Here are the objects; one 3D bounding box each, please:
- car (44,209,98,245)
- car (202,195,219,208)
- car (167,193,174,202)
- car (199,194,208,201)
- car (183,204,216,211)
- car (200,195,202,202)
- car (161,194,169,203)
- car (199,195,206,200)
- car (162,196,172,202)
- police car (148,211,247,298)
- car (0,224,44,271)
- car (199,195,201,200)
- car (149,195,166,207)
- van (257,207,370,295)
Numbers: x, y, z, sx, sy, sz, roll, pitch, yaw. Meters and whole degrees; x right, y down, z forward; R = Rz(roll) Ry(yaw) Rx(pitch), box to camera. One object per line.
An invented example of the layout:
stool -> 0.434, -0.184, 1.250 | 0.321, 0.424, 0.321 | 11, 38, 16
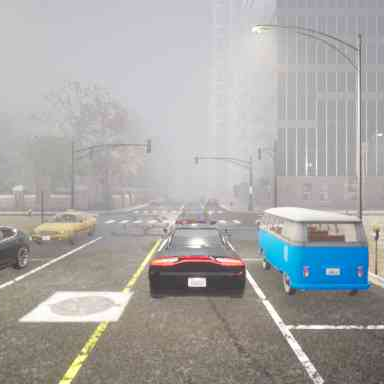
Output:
car -> -5.801, 1.518, 15.651 | 1.752, 1.417, 4.829 | 0, 0, 0
car -> 2.746, 1.416, 46.534 | 1.967, 1.590, 4.097 | 0, 0, 0
car -> -5.608, 1.276, 69.271 | 2.192, 1.841, 5.009 | 0, 0, 0
car -> 2.786, 1.388, 80.620 | 1.967, 1.590, 4.097 | 0, 0, 0
car -> 0.119, 1.555, 17.556 | 1.994, 1.385, 4.181 | 0, 0, 0
car -> 2.752, 1.538, 52.214 | 1.947, 1.339, 4.313 | 0, 0, 0
car -> -5.623, 1.520, 57.904 | 2.008, 1.369, 4.403 | 0, 0, 0
car -> 2.799, 1.452, 92.156 | 1.752, 1.417, 4.829 | 0, 0, 0
car -> -5.603, 1.537, 74.953 | 1.802, 1.307, 4.206 | 0, 0, 0
police car -> 0.106, 1.501, 8.593 | 2.038, 1.542, 4.974 | 0, 0, 0
car -> -5.761, 1.562, 8.417 | 1.947, 1.339, 4.313 | 0, 0, 0
car -> 2.778, 1.521, 74.939 | 1.947, 1.339, 4.313 | 0, 0, 0
car -> -5.629, 1.517, 52.222 | 1.887, 1.381, 4.507 | 0, 0, 0
van -> 2.783, 1.337, 8.408 | 1.690, 1.788, 3.998 | 0, 0, 0
